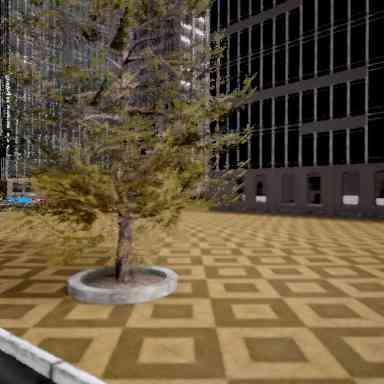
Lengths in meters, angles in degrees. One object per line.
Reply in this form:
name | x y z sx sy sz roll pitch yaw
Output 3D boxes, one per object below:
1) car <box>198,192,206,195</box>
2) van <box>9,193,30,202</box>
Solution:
car | 1.839 0.836 61.740 2.192 1.841 5.009 1 1 44
van | -24.027 0.976 47.209 1.690 1.788 3.998 1 1 44
